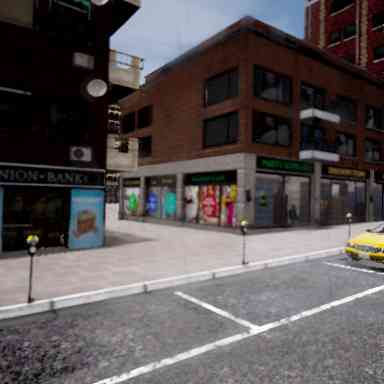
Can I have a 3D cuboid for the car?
[{"bbox_3d":[6.965,1.527,11.043,4.829,1.417,1.752,0,2,-35],"label":"car"}]
